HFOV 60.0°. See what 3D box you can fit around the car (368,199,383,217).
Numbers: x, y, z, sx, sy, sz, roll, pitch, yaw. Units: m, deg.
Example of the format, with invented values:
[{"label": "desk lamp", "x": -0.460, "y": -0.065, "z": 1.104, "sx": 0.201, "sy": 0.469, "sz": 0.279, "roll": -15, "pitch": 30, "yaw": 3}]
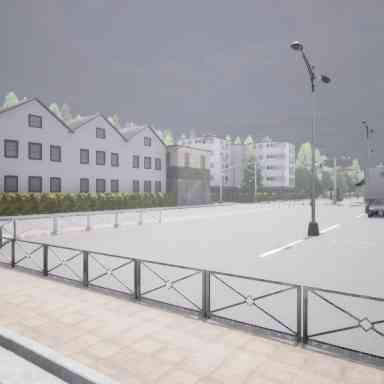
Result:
[{"label": "car", "x": 15.443, "y": 1.298, "z": 26.791, "sx": 2.007, "sy": 1.523, "sz": 4.514, "roll": 0, "pitch": 0, "yaw": 35}]
